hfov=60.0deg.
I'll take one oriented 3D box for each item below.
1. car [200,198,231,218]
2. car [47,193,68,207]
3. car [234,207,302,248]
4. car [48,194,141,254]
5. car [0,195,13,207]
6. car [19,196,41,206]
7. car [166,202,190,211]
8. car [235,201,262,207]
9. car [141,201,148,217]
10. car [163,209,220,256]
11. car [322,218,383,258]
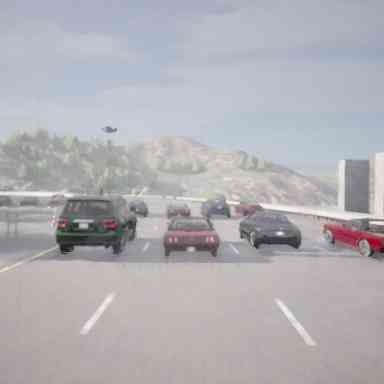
[{"bbox_3d":[2.052,1.332,30.163,2.097,1.767,4.553,1,0,-7],"label":"car"},{"bbox_3d":[-18.841,1.068,46.782,2.097,1.767,4.553,1,0,-13],"label":"car"},{"bbox_3d":[3.342,1.581,14.963,1.994,1.385,4.181,1,0,-2],"label":"car"},{"bbox_3d":[-3.584,1.163,13.413,2.150,2.045,5.566,1,0,-2],"label":"car"},{"bbox_3d":[-25.496,1.150,44.555,1.837,1.490,4.892,1,0,-13],"label":"car"},{"bbox_3d":[-22.149,1.245,45.570,1.994,1.385,4.181,1,0,-13],"label":"car"},{"bbox_3d":[-1.286,1.545,28.746,1.895,1.301,4.718,1,0,-6],"label":"car"},{"bbox_3d":[5.386,1.543,31.755,1.812,1.442,4.674,1,0,-7],"label":"car"},{"bbox_3d":[-5.034,1.463,30.474,1.994,1.385,4.181,1,0,-7],"label":"car"},{"bbox_3d":[-0.079,1.581,13.079,1.895,1.301,4.718,1,0,-2],"label":"car"},{"bbox_3d":[6.923,1.662,13.069,1.895,1.301,4.718,1,0,-2],"label":"car"}]
